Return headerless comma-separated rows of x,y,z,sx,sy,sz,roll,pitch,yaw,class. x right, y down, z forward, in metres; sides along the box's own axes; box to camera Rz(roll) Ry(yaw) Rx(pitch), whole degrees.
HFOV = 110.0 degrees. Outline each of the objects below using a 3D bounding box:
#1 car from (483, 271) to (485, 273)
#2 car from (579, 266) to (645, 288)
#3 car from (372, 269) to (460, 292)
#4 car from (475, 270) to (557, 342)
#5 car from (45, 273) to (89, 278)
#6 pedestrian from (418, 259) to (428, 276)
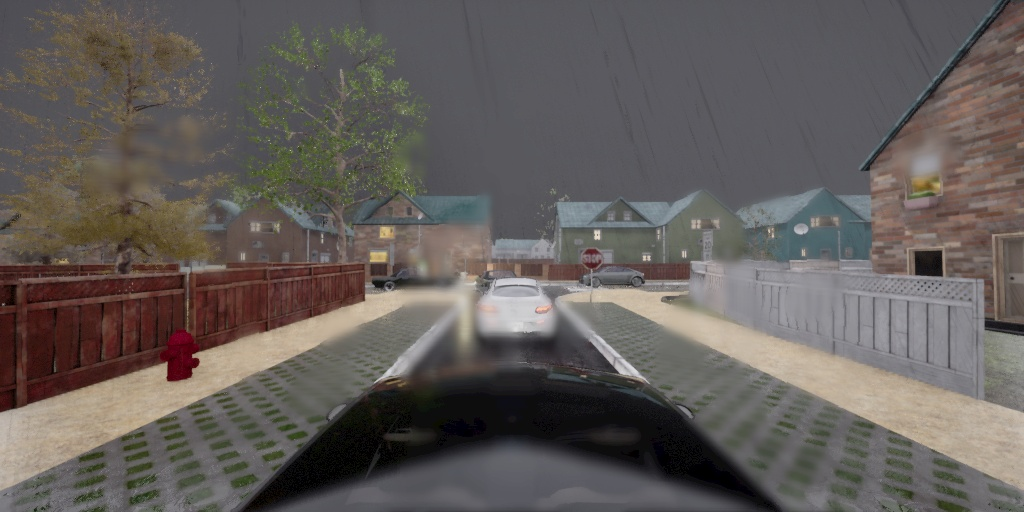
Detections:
-0.756,1.366,18.519,1.895,1.301,4.718,0,-1,-12,car
6.539,1.344,23.694,4.181,1.385,1.994,0,-1,1,car
-5.482,1.417,20.904,4.718,1.301,1.895,-1,-1,1,car
0.103,1.280,9.700,1.812,1.442,4.674,0,0,0,car
-25.607,1.633,21.173,4.718,1.301,1.895,-1,-1,1,car
-6.700,1.119,26.789,0.375,1.860,0.375,0,-1,1,pedestrian
